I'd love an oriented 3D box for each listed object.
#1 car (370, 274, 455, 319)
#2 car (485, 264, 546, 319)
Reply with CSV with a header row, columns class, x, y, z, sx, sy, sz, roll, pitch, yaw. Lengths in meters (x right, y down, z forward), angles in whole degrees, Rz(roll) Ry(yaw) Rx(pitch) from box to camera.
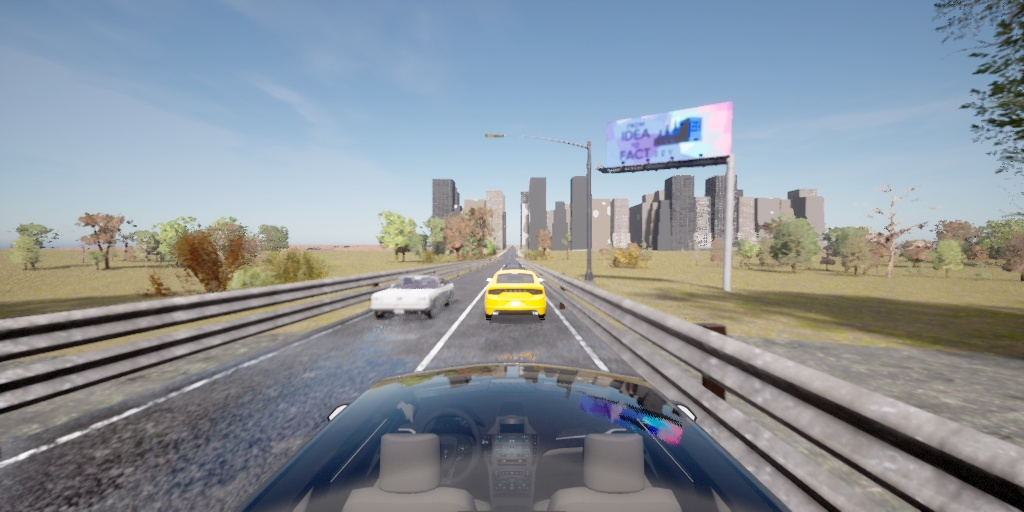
class,x,y,z,sx,sy,sz,roll,pitch,yaw
car,-3.338,1.347,12.856,1.895,1.301,4.718,0,0,0
car,0.104,1.224,12.803,1.882,1.535,5.008,0,0,0
